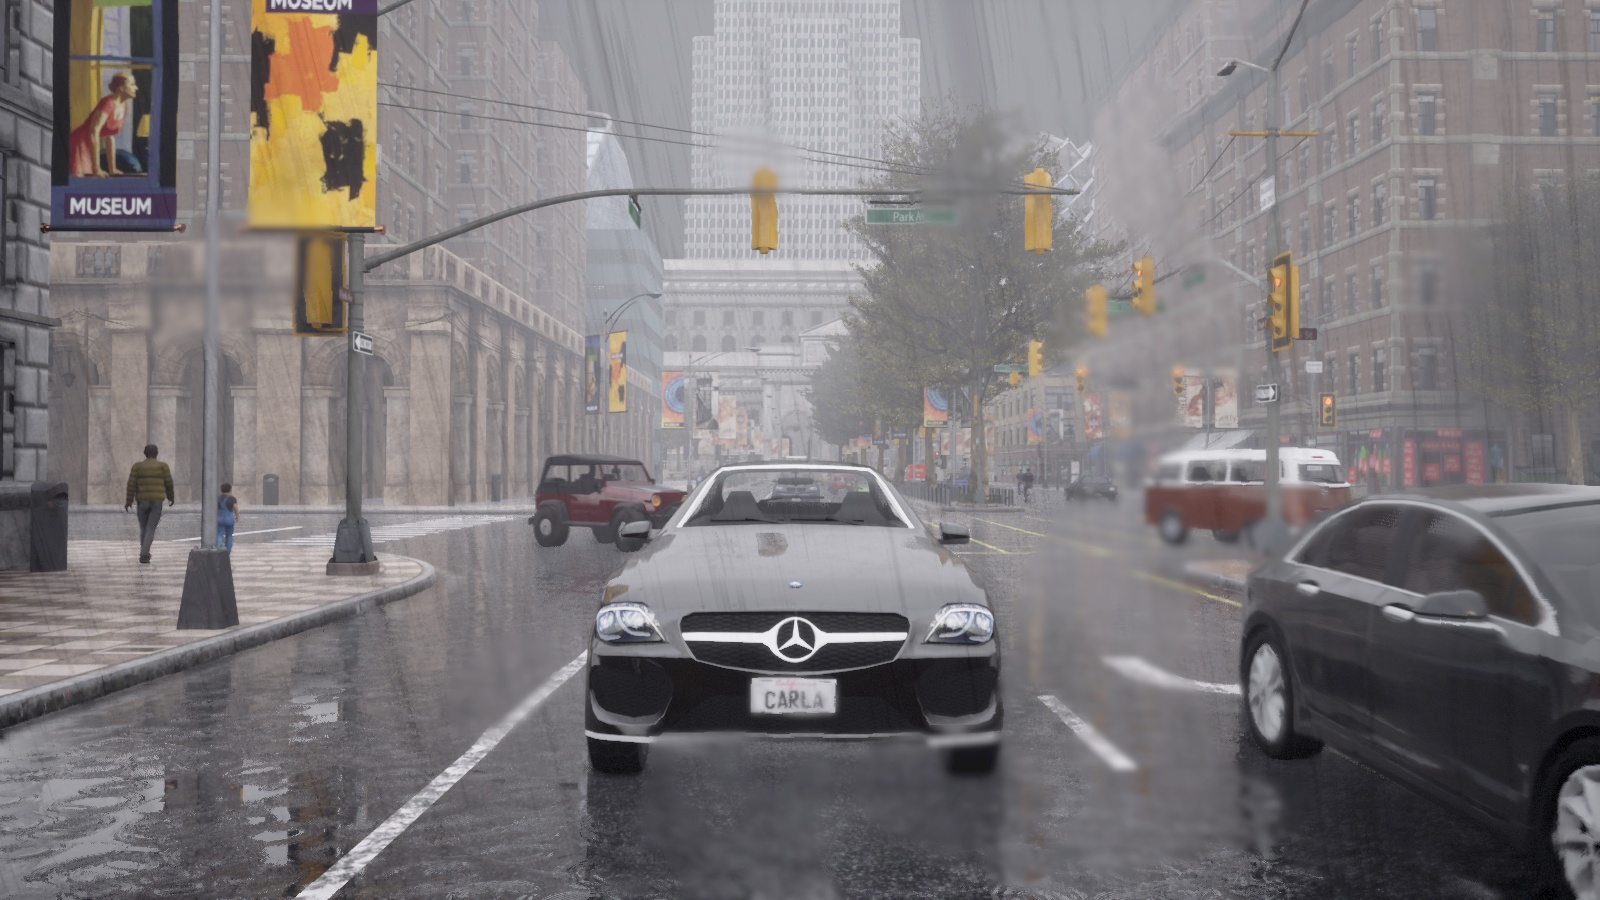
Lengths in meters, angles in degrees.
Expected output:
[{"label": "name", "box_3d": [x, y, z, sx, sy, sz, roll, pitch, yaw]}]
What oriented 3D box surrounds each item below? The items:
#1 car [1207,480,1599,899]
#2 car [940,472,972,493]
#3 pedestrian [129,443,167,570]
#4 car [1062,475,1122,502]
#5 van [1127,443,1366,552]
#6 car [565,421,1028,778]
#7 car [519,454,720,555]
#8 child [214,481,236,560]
[{"label": "car", "box_3d": [3.484, 0.897, 5.437, 1.837, 1.490, 4.892, 0, -1, 0]}, {"label": "car", "box_3d": [11.245, 2.304, 90.730, 1.816, 1.474, 4.193, 0, -1, 0]}, {"label": "pedestrian", "box_3d": [-9.646, 0.821, 18.586, 0.370, 1.835, 0.726, 0, -1, -18]}, {"label": "car", "box_3d": [14.821, 1.928, 63.971, 1.895, 1.301, 4.718, 0, -1, 0]}, {"label": "van", "box_3d": [9.044, 0.935, 25.858, 2.069, 2.038, 4.480, 1, -1, -25]}, {"label": "car", "box_3d": [-0.025, 0.733, 8.364, 2.152, 1.651, 5.027, 0, -1, 0]}, {"label": "car", "box_3d": [-3.662, 1.048, 25.229, 3.866, 1.878, 1.905, -1, -1, 40]}, {"label": "child", "box_3d": [-9.283, 1.128, 20.284, 0.270, 1.263, 0.437, 0, -1, -19]}]
